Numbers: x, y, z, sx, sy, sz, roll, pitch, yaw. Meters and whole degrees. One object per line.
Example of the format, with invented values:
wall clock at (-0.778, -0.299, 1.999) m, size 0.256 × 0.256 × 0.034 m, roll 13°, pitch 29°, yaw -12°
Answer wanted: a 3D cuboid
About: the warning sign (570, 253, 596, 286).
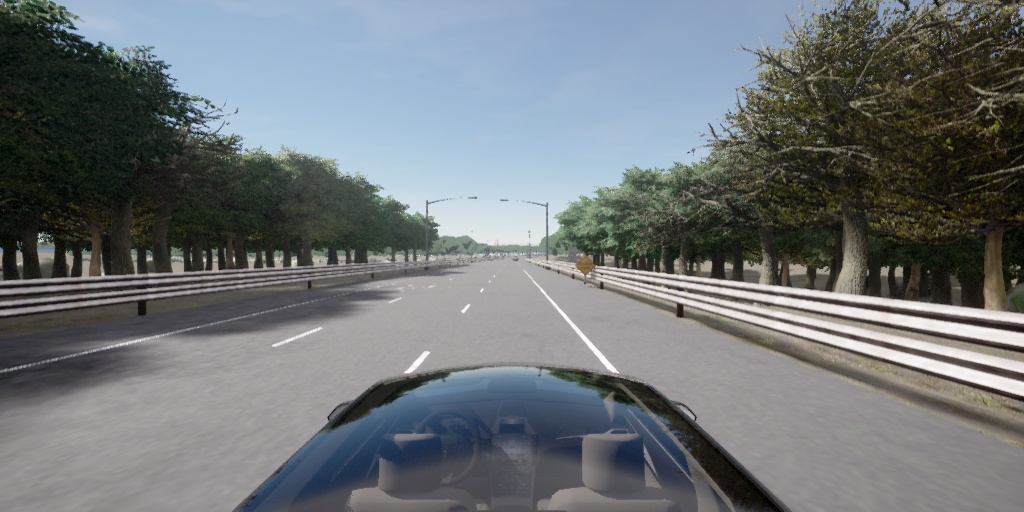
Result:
warning sign at (4.550, 0.877, 22.399) m, size 1.300 × 1.860 × 1.060 m, roll 0°, pitch 0°, yaw 0°
